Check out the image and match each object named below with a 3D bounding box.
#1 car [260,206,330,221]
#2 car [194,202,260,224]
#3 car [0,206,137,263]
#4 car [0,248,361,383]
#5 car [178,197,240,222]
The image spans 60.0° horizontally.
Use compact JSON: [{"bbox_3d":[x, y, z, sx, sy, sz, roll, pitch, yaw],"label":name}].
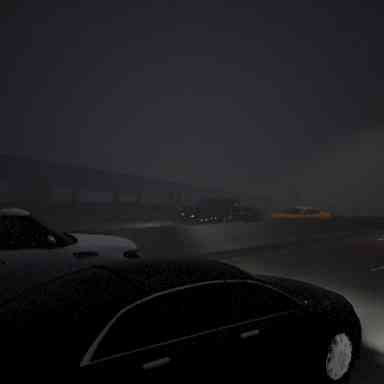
[{"bbox_3d":[7.104,1.713,21.957,5.008,1.535,1.882,2,-1,-35],"label":"car"},{"bbox_3d":[2.879,1.655,23.243,4.892,1.490,1.837,2,-1,-35],"label":"car"},{"bbox_3d":[-3.491,1.223,5.555,5.566,2.045,2.150,0,0,-35],"label":"car"},{"bbox_3d":[-0.009,1.518,3.740,4.892,1.490,1.837,0,0,-36],"label":"car"},{"bbox_3d":[1.590,1.397,26.622,5.566,2.045,2.150,2,-1,-35],"label":"car"}]
